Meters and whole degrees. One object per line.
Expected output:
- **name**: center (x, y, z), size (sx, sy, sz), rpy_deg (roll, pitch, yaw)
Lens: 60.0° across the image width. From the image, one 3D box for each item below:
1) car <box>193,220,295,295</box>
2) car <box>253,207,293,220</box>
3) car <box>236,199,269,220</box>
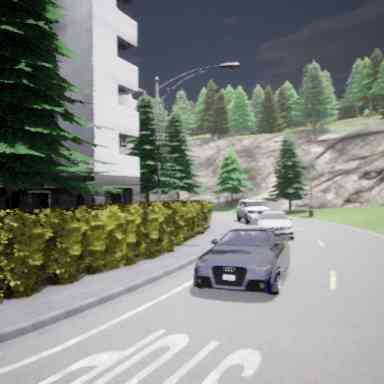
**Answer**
- **car**: center (1.570, 1.720, 9.197), size (1.994, 1.385, 4.181), rpy_deg (-2, -1, 22)
- **car**: center (4.610, 1.792, 18.798), size (1.812, 1.442, 4.674), rpy_deg (-1, -1, 10)
- **car**: center (5.409, 1.668, 29.460), size (2.150, 2.045, 5.566), rpy_deg (-1, -1, -4)
